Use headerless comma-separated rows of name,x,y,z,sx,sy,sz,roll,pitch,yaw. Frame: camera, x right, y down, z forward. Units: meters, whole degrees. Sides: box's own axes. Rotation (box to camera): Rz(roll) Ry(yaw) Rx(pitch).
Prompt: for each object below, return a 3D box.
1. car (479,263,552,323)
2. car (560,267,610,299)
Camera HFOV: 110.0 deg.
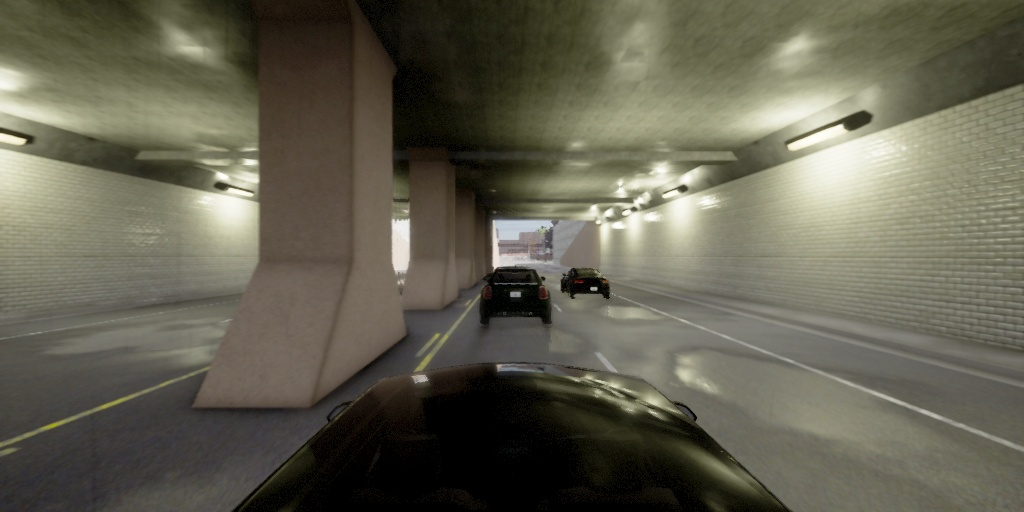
car,0.106,1.102,12.189,2.097,1.767,4.553,0,0,0
car,3.594,1.276,18.049,1.812,1.442,4.674,0,0,0
